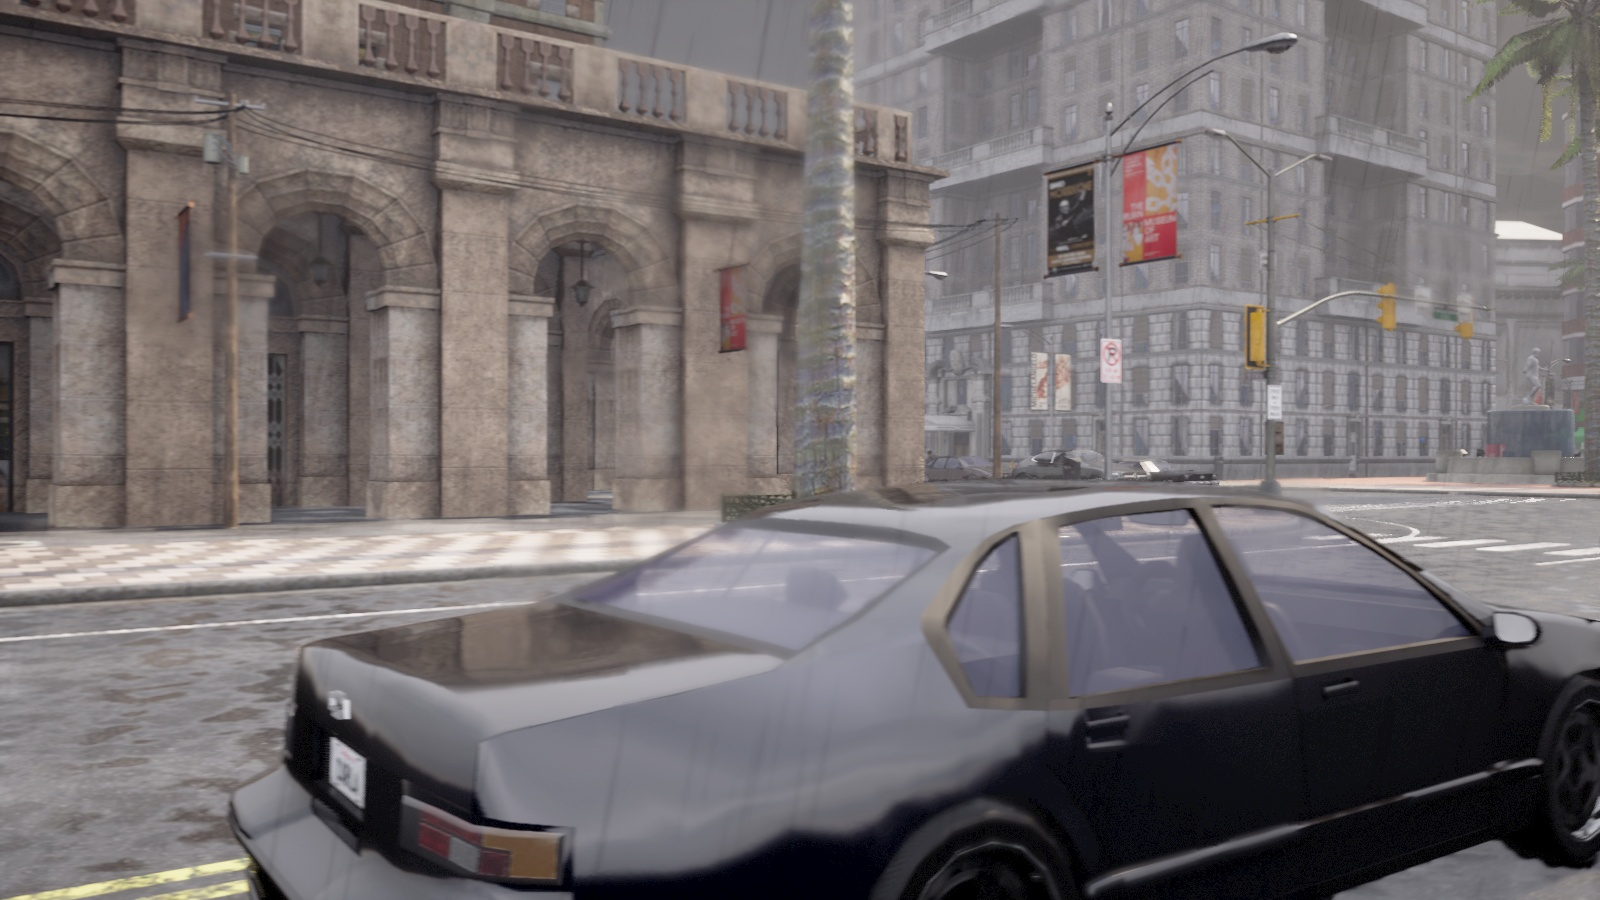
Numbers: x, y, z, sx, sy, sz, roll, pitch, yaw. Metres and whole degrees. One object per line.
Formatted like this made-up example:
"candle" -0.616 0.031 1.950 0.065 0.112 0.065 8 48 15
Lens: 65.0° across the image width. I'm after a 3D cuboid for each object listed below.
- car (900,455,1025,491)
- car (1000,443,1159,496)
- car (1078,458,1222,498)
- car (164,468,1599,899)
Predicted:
"car" 6.607 0.905 51.642 2.033 1.411 5.357 0 0 -35
"car" 9.220 0.606 41.784 2.152 1.651 5.027 0 0 -35
"car" 12.129 0.927 43.762 1.895 1.301 4.718 0 0 -35
"car" 0.945 0.801 4.318 5.357 1.411 2.033 0 0 -35
